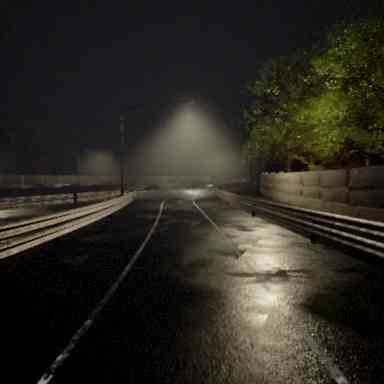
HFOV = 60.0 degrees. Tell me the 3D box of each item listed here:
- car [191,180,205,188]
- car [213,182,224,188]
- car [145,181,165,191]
[{"bbox_3d":[1.484,-1.954,83.019,2.150,2.045,5.566,1,3,23],"label":"car"},{"bbox_3d":[7.037,-1.900,87.226,1.837,1.490,4.892,1,3,23],"label":"car"},{"bbox_3d":[-8.068,-0.951,69.253,1.994,1.385,4.181,1,3,23],"label":"car"}]
